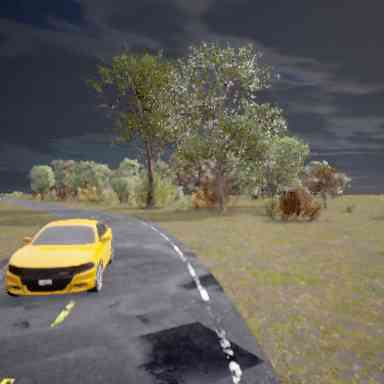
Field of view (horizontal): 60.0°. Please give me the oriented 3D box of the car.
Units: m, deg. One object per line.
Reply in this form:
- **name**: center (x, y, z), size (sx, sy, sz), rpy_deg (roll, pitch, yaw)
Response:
- **car**: center (-3.228, 1.503, 9.000), size (1.882, 1.535, 5.008), rpy_deg (0, 0, -8)

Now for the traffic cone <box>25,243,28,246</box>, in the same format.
- **traffic cone**: center (-5.501, 1.988, 11.053), size (0.340, 0.580, 0.340), rpy_deg (0, 0, -9)
